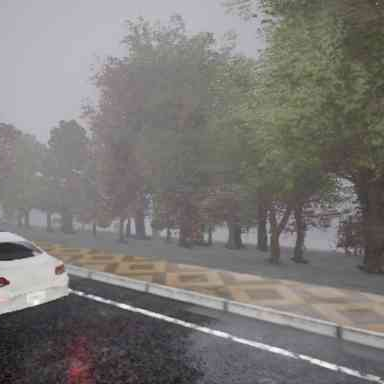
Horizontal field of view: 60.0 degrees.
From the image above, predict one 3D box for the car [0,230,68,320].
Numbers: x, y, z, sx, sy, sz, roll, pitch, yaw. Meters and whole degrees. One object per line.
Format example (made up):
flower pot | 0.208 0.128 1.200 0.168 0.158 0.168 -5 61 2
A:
car | -4.375 1.496 6.643 4.674 1.442 1.812 0 0 35
